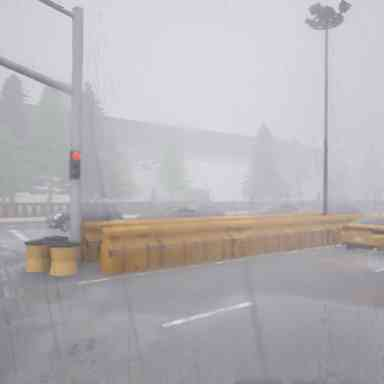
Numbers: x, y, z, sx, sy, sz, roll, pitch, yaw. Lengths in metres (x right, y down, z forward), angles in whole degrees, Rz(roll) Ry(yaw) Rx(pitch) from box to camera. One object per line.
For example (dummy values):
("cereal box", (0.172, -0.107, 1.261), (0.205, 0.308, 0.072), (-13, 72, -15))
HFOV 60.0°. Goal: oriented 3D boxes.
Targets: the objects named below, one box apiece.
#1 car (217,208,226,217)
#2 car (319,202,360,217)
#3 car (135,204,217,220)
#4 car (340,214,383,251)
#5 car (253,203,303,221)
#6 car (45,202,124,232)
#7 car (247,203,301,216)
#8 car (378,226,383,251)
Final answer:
("car", (0.549, 1.703, 25.855), (4.674, 1.442, 1.812), (1, 0, -35))
("car", (16.521, 1.880, 37.140), (5.008, 1.535, 1.882), (1, 0, -35))
("car", (-1.169, 1.616, 20.370), (4.902, 1.511, 2.128), (1, 0, -37))
("car", (8.249, 1.647, 13.923), (5.008, 1.535, 1.882), (0, 0, -35))
("car", (8.137, 1.789, 31.204), (4.892, 1.490, 1.837), (1, 0, -35))
("car", (-6.629, 1.428, 20.753), (4.553, 1.767, 2.097), (1, 0, -35))
("car", (6.204, 1.754, 25.561), (4.674, 1.442, 1.812), (1, 0, -36))
("car", (7.051, 1.649, 8.772), (4.674, 1.442, 1.812), (1, 0, -35))
